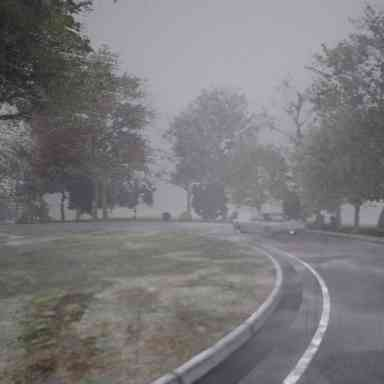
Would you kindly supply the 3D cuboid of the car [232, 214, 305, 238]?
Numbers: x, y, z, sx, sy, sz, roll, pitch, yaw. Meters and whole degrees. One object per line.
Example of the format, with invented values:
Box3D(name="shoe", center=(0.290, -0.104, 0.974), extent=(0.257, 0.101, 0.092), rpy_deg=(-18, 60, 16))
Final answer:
Box3D(name="car", center=(4.397, 1.943, 20.011), extent=(1.895, 1.301, 4.718), rpy_deg=(0, -1, -27))
